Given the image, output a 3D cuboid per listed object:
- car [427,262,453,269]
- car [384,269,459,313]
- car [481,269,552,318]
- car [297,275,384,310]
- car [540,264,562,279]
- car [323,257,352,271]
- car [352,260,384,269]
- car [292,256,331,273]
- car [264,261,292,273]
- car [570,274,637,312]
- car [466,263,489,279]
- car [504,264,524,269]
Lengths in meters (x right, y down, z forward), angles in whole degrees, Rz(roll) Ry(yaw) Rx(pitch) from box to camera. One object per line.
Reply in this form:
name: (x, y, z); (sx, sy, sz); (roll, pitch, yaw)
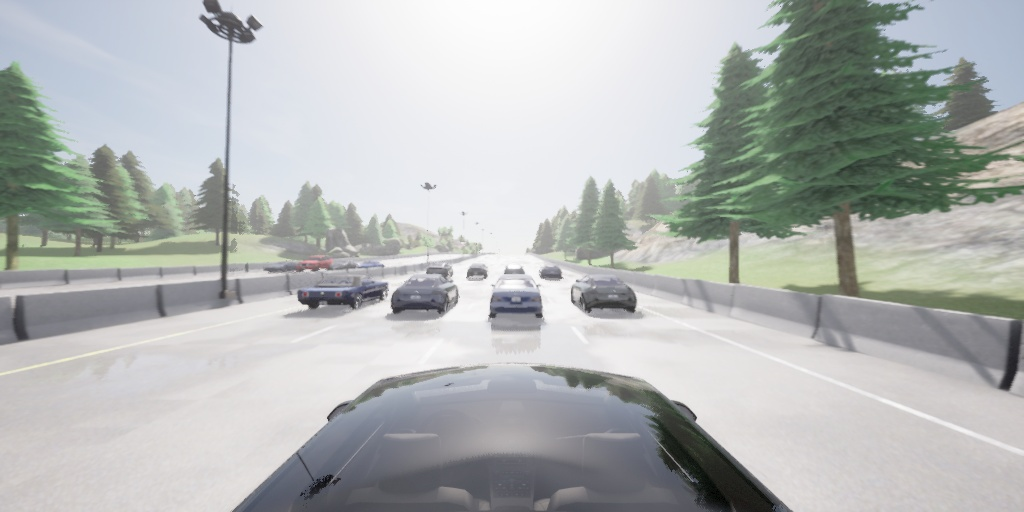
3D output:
car: (-6.795, 1.353, 34.123); (2.128, 1.511, 4.902); (0, 0, 0)
car: (-3.358, 1.413, 14.505); (1.994, 1.385, 4.181); (0, 0, 0)
car: (0.133, 1.398, 13.561); (2.033, 1.411, 5.357); (0, 0, 0)
car: (-6.859, 1.446, 15.257); (1.895, 1.301, 4.718); (0, 0, 0)
car: (3.708, 1.442, 34.989); (1.994, 1.385, 4.181); (0, 0, 0)
car: (-20.934, 1.261, 44.866); (2.128, 1.511, 4.902); (0, 0, 0)
car: (-17.439, 1.257, 44.292); (1.882, 1.535, 5.008); (0, 0, 0)
car: (-24.427, 0.985, 44.824); (2.150, 2.045, 5.566); (0, 0, 1)
car: (-27.926, 1.307, 44.187); (2.033, 1.411, 5.357); (0, 0, 1)
car: (3.641, 1.429, 14.910); (1.994, 1.385, 4.181); (0, 0, 0)
car: (-3.293, 1.390, 34.917); (1.812, 1.442, 4.674); (0, 0, 0)
car: (0.208, 1.436, 34.789); (1.994, 1.385, 4.181); (0, 0, 0)
